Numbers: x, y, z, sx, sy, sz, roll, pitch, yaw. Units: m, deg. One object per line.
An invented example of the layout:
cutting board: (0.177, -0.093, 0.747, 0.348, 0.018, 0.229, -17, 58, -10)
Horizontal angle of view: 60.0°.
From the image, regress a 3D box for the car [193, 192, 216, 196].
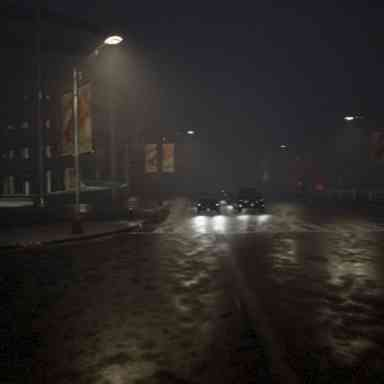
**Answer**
car: (1.376, 0.786, 37.463, 1.837, 1.490, 4.892, -1, 1, 1)

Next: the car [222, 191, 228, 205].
car: (4.884, 0.735, 38.960, 1.812, 1.442, 4.674, -1, 1, 1)

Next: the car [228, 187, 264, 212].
car: (4.806, 0.613, 29.195, 2.150, 2.045, 5.566, -1, 1, 0)

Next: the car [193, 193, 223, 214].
car: (1.306, 1.052, 28.323, 1.895, 1.301, 4.718, -1, 1, 0)

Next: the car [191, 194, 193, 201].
car: (1.020, 0.637, 48.014, 2.033, 1.411, 5.357, -1, 1, -10)

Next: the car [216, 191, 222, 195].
car: (4.318, 0.570, 49.398, 2.033, 1.411, 5.357, -1, 1, -10)
